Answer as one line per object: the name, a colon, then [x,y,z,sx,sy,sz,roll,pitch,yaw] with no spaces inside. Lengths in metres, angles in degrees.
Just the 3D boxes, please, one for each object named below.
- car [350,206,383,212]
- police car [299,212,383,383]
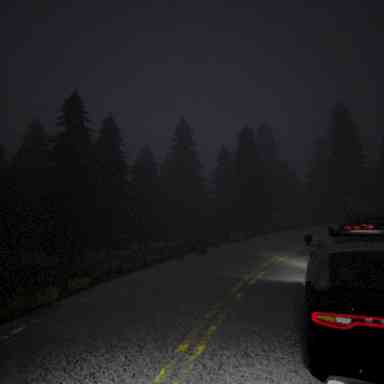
car: [7.314,1.327,13.342,1.837,1.490,4.892,-5,-2,38]
police car: [2.840,1.378,5.435,1.930,1.638,5.238,-3,-1,21]
